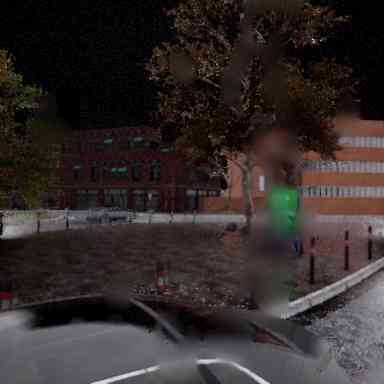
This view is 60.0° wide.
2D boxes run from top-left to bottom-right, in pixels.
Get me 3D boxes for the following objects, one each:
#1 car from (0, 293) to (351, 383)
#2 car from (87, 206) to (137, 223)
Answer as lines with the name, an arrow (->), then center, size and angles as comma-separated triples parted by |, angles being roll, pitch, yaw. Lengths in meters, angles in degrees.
car -> -1.089, 1.519, 1.764 | 4.892, 1.490, 1.837 | 1, -1, -33
car -> -6.765, 1.865, 28.376 | 1.994, 1.385, 4.181 | 0, -1, 45
